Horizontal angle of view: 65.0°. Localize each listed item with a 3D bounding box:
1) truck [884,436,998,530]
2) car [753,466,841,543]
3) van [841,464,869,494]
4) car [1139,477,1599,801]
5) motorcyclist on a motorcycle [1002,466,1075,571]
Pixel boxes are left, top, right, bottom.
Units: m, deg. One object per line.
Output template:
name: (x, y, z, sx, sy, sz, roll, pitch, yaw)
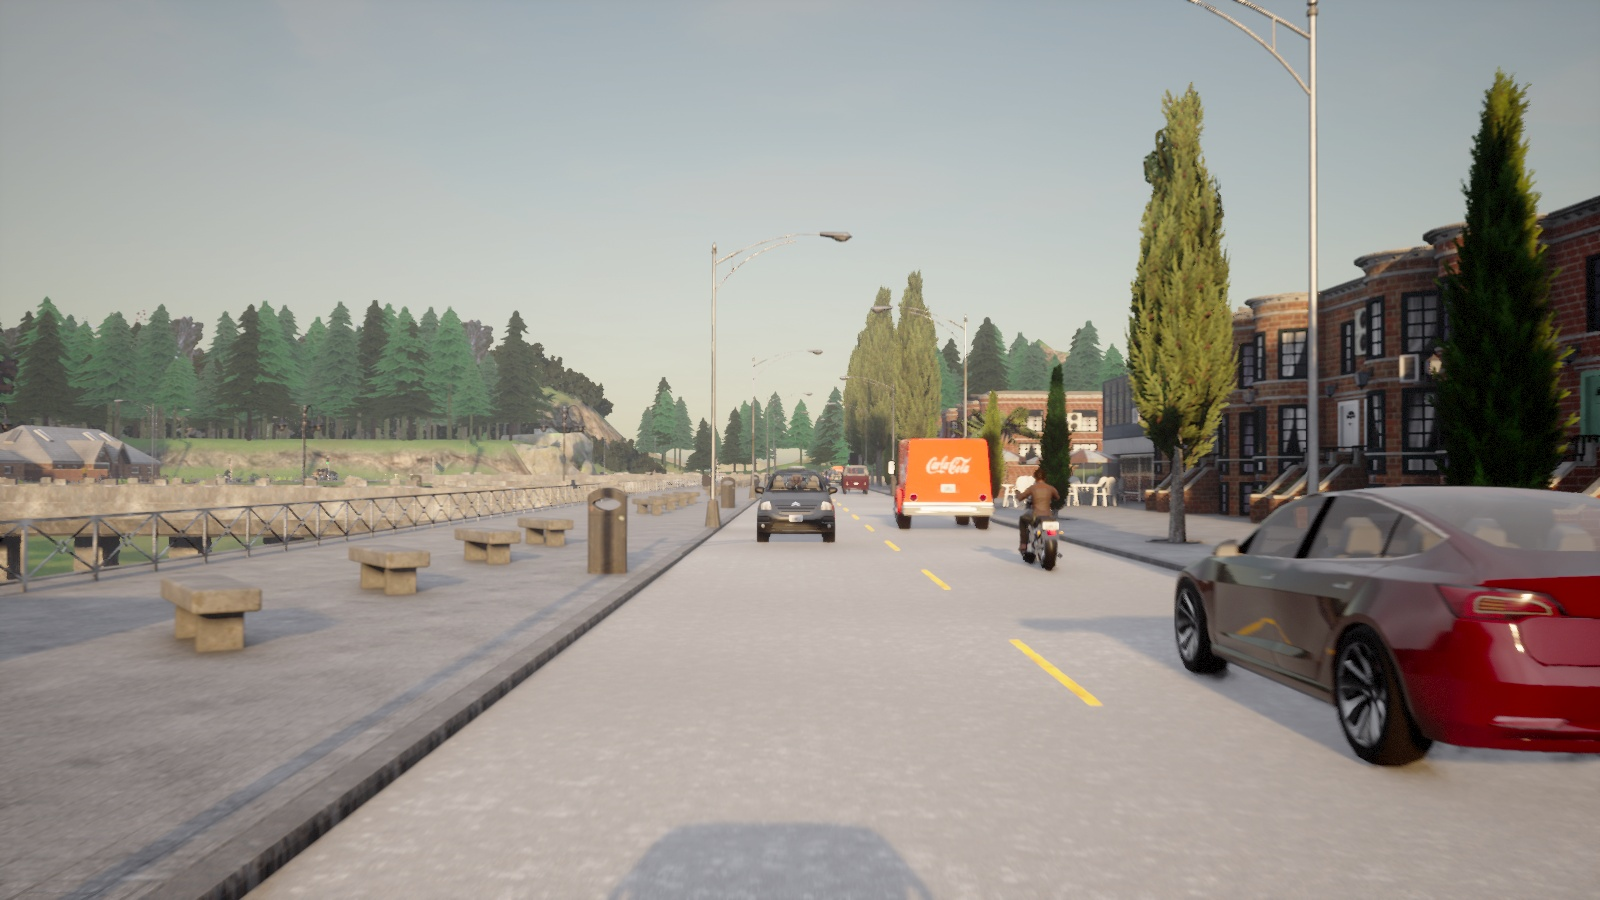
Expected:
truck: (3.904, 0.910, 35.730, 2.627, 2.467, 5.204, 0, -1, 0)
car: (-0.074, 1.191, 28.535, 1.851, 1.617, 3.988, 0, -1, 0)
van: (3.774, 2.003, 86.668, 1.775, 1.987, 4.442, 0, -1, 0)
car: (3.977, 0.937, 8.296, 2.163, 1.488, 4.792, 0, -1, 0)
motorcyclist on a motorcycle: (3.944, 1.100, 20.951, 0.766, 1.649, 2.350, 0, -1, 0)
